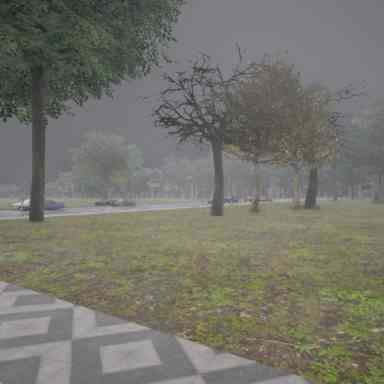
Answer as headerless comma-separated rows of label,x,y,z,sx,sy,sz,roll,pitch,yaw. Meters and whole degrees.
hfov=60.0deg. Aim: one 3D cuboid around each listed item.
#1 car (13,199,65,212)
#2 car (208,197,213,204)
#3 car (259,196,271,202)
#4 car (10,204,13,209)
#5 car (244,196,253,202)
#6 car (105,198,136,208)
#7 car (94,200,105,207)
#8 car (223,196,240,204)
car,-18.139,1.618,40.279,2.033,1.411,5.357,-1,0,35
car,4.955,1.667,66.865,1.994,1.385,4.181,-1,-1,35
car,17.316,1.670,78.839,1.994,1.385,4.181,-1,-1,35
car,-20.592,1.632,42.445,1.812,1.442,4.674,-1,-1,35
car,14.063,1.673,79.870,1.812,1.442,4.674,-1,-1,35
car,-10.559,1.653,50.933,1.994,1.385,4.181,-1,-1,36
car,-13.197,1.726,52.836,1.895,1.301,4.718,-1,-1,35
car,7.613,1.573,64.993,1.837,1.490,4.892,-1,-1,35
